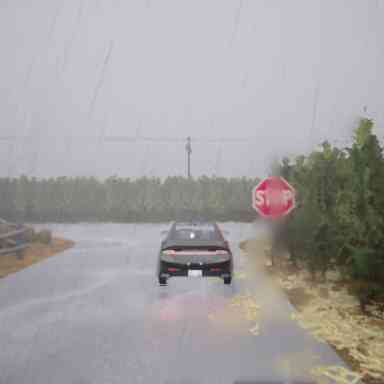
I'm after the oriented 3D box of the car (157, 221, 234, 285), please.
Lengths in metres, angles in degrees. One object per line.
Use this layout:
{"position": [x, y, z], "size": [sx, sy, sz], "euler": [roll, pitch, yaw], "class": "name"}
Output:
{"position": [0.085, 1.594, 9.745], "size": [2.128, 1.511, 4.902], "euler": [0, -1, 0], "class": "car"}
